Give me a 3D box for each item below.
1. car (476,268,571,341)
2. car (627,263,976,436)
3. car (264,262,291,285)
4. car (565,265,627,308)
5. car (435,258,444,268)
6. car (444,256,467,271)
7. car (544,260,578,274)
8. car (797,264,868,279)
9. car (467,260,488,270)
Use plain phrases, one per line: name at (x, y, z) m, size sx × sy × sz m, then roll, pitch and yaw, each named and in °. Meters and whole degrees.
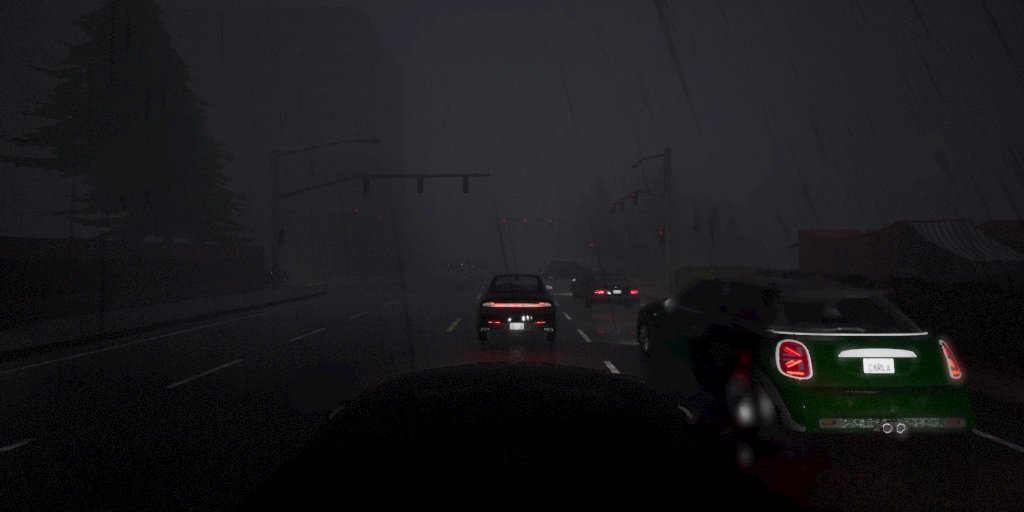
car at (0.134, 1.241, 9.854) m, size 2.128 × 1.511 × 4.902 m, roll 0°, pitch 0°, yaw 1°
car at (3.630, 1.102, 5.658) m, size 2.097 × 1.767 × 4.553 m, roll 0°, pitch 0°, yaw 0°
car at (-18.796, 1.157, 26.197) m, size 4.553 × 1.767 × 2.097 m, roll 0°, pitch 0°, yaw 1°
car at (3.706, 1.297, 15.030) m, size 2.033 × 1.411 × 5.357 m, roll 0°, pitch 0°, yaw 1°
car at (-10.193, 1.350, 56.502) m, size 1.895 × 1.301 × 4.718 m, roll 0°, pitch 0°, yaw -26°
car at (-7.625, 1.101, 47.886) m, size 2.097 × 1.767 × 4.553 m, roll 0°, pitch 0°, yaw -12°
car at (4.794, 1.139, 29.329) m, size 4.553 × 1.767 × 2.097 m, roll 0°, pitch 0°, yaw 1°
car at (29.077, 1.406, 32.647) m, size 4.718 × 1.301 × 1.895 m, roll 0°, pitch 0°, yaw 1°
car at (-4.714, 1.313, 51.516) m, size 1.994 × 1.385 × 4.181 m, roll 0°, pitch 0°, yaw -18°
